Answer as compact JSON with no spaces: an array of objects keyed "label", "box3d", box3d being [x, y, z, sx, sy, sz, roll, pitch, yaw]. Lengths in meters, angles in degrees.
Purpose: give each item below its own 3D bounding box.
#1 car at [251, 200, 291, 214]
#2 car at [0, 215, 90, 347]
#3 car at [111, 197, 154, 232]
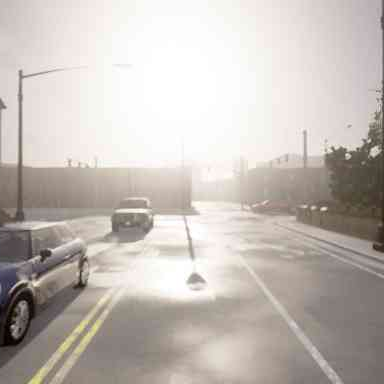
[{"label":"car","box3d":[9.332,1.683,39.721,4.553,1.767,2.097,0,0,-9]},{"label":"car","box3d":[-3.595,1.407,6.404,2.097,1.767,4.553,0,0,0]},{"label":"car","box3d":[-3.725,1.394,21.715,2.150,2.045,5.566,0,1,-2]}]
